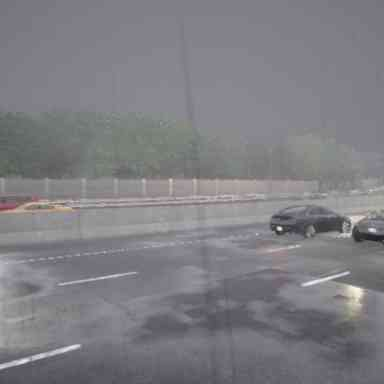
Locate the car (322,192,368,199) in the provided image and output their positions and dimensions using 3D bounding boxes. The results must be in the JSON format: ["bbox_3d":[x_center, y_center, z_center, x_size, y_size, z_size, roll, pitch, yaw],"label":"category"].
[{"bbox_3d":[17.372,0.818,37.685,4.553,1.767,2.097,-2,1,-35],"label":"car"}]

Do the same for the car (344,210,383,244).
[{"bbox_3d":[8.716,1.439,14.223,4.181,1.385,1.994,-1,1,-35],"label":"car"}]

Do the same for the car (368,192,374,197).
[{"bbox_3d":[23.300,0.749,46.086,4.892,1.490,1.837,-1,1,-35],"label":"car"}]

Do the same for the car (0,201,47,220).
[{"bbox_3d":[-15.135,1.528,27.584,5.357,1.411,2.033,0,0,-35],"label":"car"}]

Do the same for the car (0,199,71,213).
[{"bbox_3d":[-10.620,1.456,22.204,5.008,1.535,1.882,0,0,-35],"label":"car"}]

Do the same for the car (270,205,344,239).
[{"bbox_3d":[5.973,1.391,16.569,4.892,1.490,1.837,-1,1,-35],"label":"car"}]

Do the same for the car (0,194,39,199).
[{"bbox_3d":[-13.885,1.207,24.178,5.566,2.045,2.150,0,0,-35],"label":"car"}]

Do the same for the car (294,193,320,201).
[{"bbox_3d":[17.988,0.825,50.910,5.357,1.411,2.033,-2,1,-34],"label":"car"}]

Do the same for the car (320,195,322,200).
[{"bbox_3d":[21.536,0.740,49.109,4.892,1.490,1.837,-2,1,-34],"label":"car"}]
